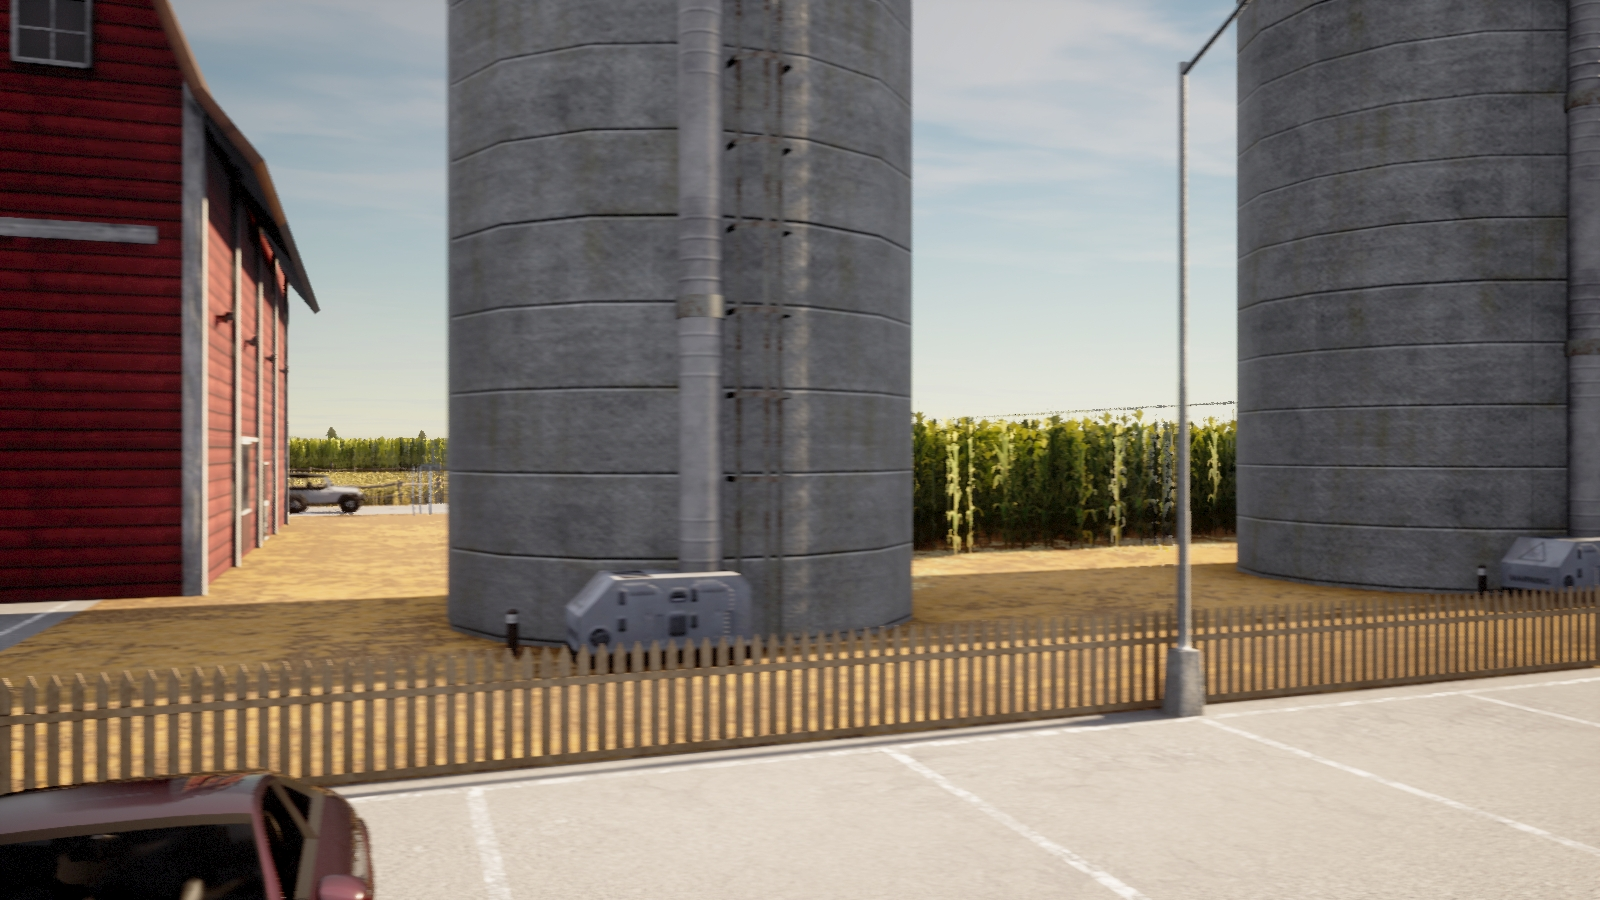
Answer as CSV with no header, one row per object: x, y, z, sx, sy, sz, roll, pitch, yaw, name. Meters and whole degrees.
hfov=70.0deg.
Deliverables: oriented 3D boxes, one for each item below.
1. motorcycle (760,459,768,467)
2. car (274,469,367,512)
-6.168,2.154,195.654,0.764,1.307,2.356,0,0,-21,motorcycle
-22.334,1.857,53.333,3.866,1.878,1.905,0,0,-18,car
